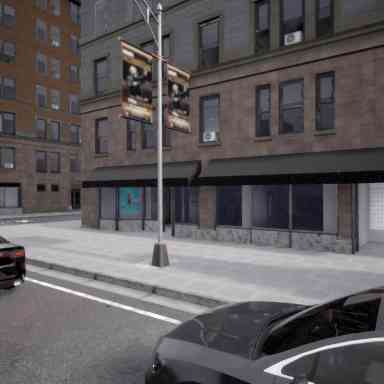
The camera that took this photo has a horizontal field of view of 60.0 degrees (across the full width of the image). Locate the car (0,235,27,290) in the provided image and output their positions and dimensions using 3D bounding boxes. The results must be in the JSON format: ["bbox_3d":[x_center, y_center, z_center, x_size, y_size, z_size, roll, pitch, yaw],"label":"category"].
[{"bbox_3d":[-5.929,1.477,7.890,5.008,1.535,1.882,0,0,35],"label":"car"}]

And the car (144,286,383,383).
[{"bbox_3d":[1.805,1.505,2.400,4.892,1.490,1.837,0,0,35],"label":"car"}]
